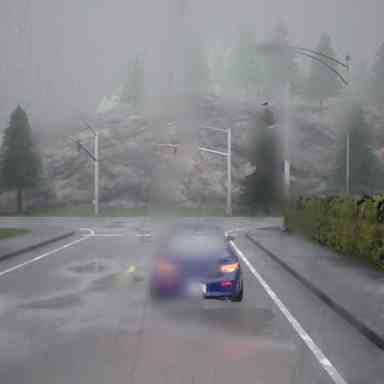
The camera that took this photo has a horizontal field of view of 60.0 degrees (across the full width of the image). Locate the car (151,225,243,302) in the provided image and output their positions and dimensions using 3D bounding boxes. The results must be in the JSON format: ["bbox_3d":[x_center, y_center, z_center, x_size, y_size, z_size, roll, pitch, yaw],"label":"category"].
[{"bbox_3d":[0.107,1.526,8.130,1.812,1.442,4.674,0,0,0],"label":"car"}]
